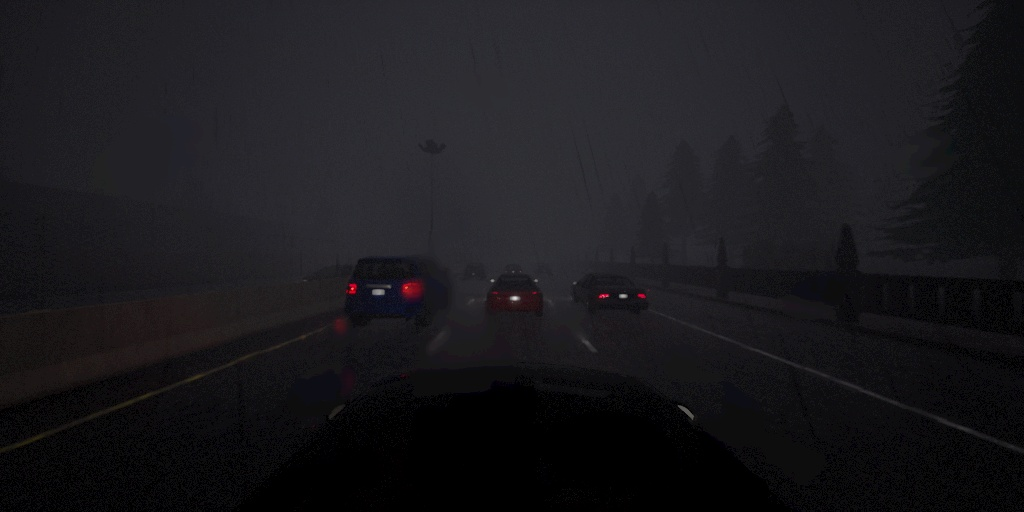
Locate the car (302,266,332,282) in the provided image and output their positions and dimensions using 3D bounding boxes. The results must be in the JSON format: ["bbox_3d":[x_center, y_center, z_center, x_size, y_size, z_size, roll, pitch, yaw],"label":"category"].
[{"bbox_3d":[-10.599,1.321,21.675,1.882,1.535,5.008,0,0,0],"label":"car"}]

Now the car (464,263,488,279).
[{"bbox_3d":[-3.404,1.395,34.240,2.128,1.511,4.902,0,0,0],"label":"car"}]

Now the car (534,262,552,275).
[{"bbox_3d":[3.598,1.467,42.124,1.812,1.442,4.674,0,0,0],"label":"car"}]

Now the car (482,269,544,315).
[{"bbox_3d":[0.097,1.371,13.805,1.994,1.385,4.181,0,0,0],"label":"car"}]

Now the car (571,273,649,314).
[{"bbox_3d":[3.599,1.357,14.115,2.033,1.411,5.357,0,0,0],"label":"car"}]

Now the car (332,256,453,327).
[{"bbox_3d":[-3.400,1.020,11.811,2.150,2.045,5.566,0,0,0],"label":"car"}]

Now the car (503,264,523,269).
[{"bbox_3d":[0.095,1.449,33.863,2.033,1.411,5.357,0,0,0],"label":"car"}]
